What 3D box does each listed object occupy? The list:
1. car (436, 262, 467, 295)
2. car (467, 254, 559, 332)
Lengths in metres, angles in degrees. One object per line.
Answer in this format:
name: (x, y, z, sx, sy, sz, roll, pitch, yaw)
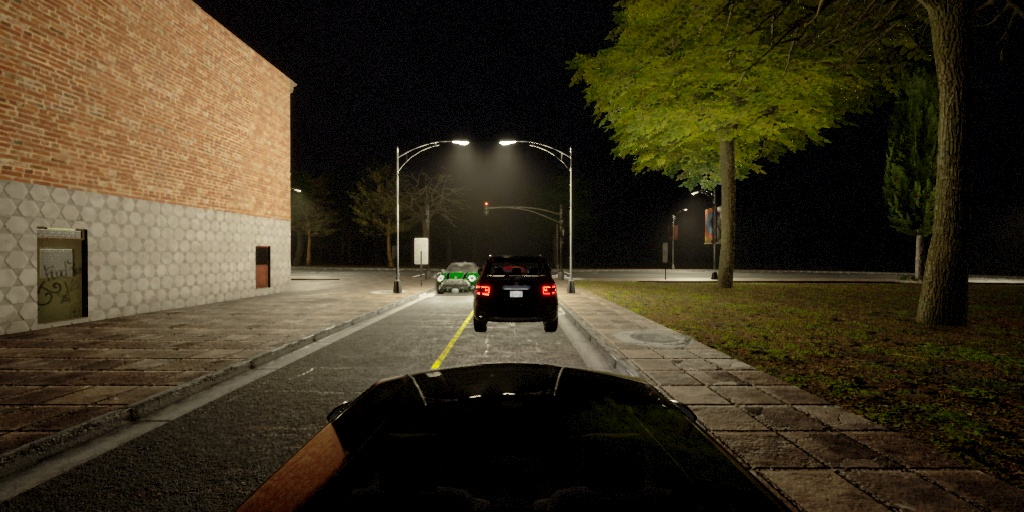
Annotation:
car: (-2.796, 1.134, 20.006, 2.097, 1.767, 4.553, 0, 0, 0)
car: (0.088, 0.980, 11.002, 2.150, 2.045, 5.566, 0, 0, 0)
